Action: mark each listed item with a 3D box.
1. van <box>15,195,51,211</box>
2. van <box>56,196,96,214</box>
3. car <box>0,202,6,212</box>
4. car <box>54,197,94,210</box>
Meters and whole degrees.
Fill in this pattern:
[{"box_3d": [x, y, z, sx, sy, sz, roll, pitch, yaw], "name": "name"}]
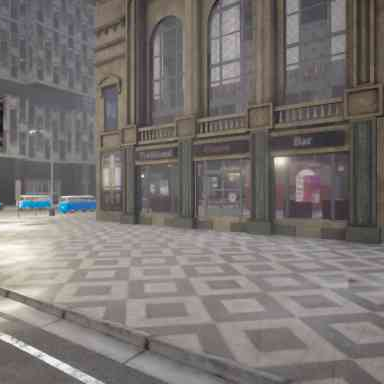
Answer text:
[{"box_3d": [-18.537, 1.292, 39.092, 1.690, 1.788, 3.998, 0, 0, 36], "name": "van"}, {"box_3d": [-11.606, 1.282, 34.129, 1.690, 1.788, 3.998, 0, 0, 36], "name": "van"}, {"box_3d": [-21.809, 1.513, 34.525, 2.008, 1.369, 4.403, 0, 0, 36], "name": "car"}, {"box_3d": [-15.364, 1.466, 43.521, 1.752, 1.417, 4.829, 0, 0, 36], "name": "car"}]
